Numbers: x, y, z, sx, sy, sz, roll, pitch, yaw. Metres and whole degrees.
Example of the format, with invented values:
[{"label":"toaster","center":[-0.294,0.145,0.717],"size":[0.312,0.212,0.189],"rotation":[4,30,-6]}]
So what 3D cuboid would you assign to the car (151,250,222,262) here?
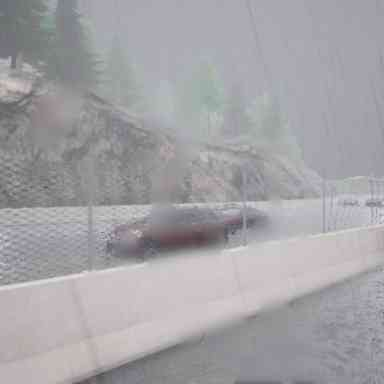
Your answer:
[{"label":"car","center":[-0.803,1.397,12.308],"size":[4.553,1.767,2.097],"rotation":[0,0,-38]}]
